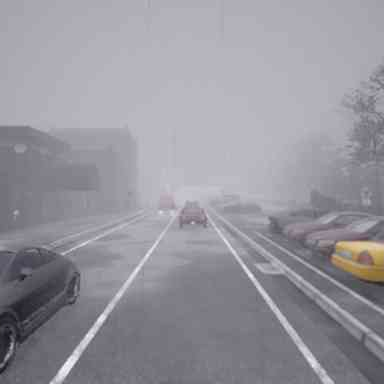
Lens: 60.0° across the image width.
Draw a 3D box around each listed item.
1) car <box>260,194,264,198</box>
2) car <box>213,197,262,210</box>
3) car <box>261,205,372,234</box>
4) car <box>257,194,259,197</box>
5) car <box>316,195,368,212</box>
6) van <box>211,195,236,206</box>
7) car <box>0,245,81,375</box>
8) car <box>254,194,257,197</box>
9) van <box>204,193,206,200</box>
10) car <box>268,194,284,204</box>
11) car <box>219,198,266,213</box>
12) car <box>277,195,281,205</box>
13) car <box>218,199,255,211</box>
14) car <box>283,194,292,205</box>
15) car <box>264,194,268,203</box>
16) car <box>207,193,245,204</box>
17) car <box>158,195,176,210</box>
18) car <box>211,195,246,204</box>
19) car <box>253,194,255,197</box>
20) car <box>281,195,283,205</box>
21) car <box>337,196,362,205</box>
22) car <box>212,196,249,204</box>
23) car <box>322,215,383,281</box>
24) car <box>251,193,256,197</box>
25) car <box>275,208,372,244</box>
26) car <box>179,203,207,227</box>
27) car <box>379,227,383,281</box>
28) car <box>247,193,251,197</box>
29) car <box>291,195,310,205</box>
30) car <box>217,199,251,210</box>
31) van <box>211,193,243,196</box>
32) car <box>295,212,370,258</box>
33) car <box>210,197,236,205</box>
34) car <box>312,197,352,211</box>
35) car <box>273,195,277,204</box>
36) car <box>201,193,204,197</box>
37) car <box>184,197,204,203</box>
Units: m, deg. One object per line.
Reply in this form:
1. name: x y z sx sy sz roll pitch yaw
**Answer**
1. car: 19.032 1.508 75.939 5.566 2.045 2.435 0 0 0
2. car: 5.775 1.727 42.531 5.366 1.575 1.946 0 0 0
3. car: 6.165 1.538 16.555 4.792 1.488 2.163 0 0 0
4. car: 19.031 1.634 81.511 4.553 1.767 2.185 0 0 0
5. car: 19.069 1.480 42.520 5.566 2.045 2.435 0 0 0
6. van: 5.855 1.524 62.013 4.442 1.987 1.878 0 0 0
7. car: -3.351 1.604 5.409 1.994 1.385 4.181 0 0 0
8. car: 19.059 1.759 84.295 5.008 1.535 2.097 0 0 0
9. van: 5.867 1.533 84.343 4.442 1.987 1.878 0 0 0
10. car: 19.088 1.632 70.369 4.553 1.767 2.185 0 0 0
11. car: 5.974 1.768 39.889 4.674 1.452 2.002 1 0 0
12. car: 19.057 1.751 62.014 5.008 1.535 2.097 0 0 0
13. car: 5.991 1.762 45.314 4.792 1.488 2.163 0 0 0
14. car: 19.077 1.494 56.570 5.566 2.045 2.435 0 0 0
15. car: 19.064 1.760 73.155 4.892 1.521 2.231 0 0 0
16. car: 5.942 1.496 59.230 5.566 2.045 2.435 0 0 0
17. car: -3.440 1.421 46.368 2.150 2.045 5.566 0 0 0
18. car: 5.960 1.742 53.664 4.892 1.521 2.231 0 0 0
19. car: 19.069 1.798 87.080 4.674 1.452 2.002 0 0 0
20. car: 19.235 1.745 59.354 5.366 1.575 1.946 0 0 0
21. car: 19.008 1.603 39.735 4.553 1.767 2.185 0 0 0
22. car: 5.936 1.768 50.880 4.792 1.488 2.163 0 0 0
23. car: 6.294 1.480 8.076 5.366 1.575 1.946 0 0 0
24. car: 19.036 1.631 89.865 4.553 1.767 2.185 0 0 0
25. car: 6.129 1.540 13.728 4.674 1.452 2.002 0 0 0
26. car: 0.064 1.752 23.995 1.895 1.301 4.718 0 0 0
27. car: 6.094 1.475 5.250 5.008 1.535 2.097 0 0 0
28. car: 19.041 1.504 92.649 5.566 2.045 2.435 0 0 0
29. car: 19.015 1.617 53.660 4.553 1.767 2.185 0 0 0
30. car: 5.966 1.776 48.097 4.674 1.452 2.002 0 0 0
31. van: 5.852 1.519 56.571 4.442 1.987 1.878 0 0 0
32. car: 6.120 1.532 10.902 4.674 1.452 2.002 0 0 0
33. car: 5.967 1.753 64.797 4.892 1.521 2.231 0 0 0
34. car: 19.073 1.608 45.430 4.553 1.767 2.185 0 0 0
35. car: 19.023 1.783 64.801 4.792 1.488 2.163 0 0 0
36. car: 5.802 1.753 89.847 5.366 1.575 1.946 0 0 0
37. car: 0.011 1.683 42.274 2.128 1.511 4.902 0 0 0
